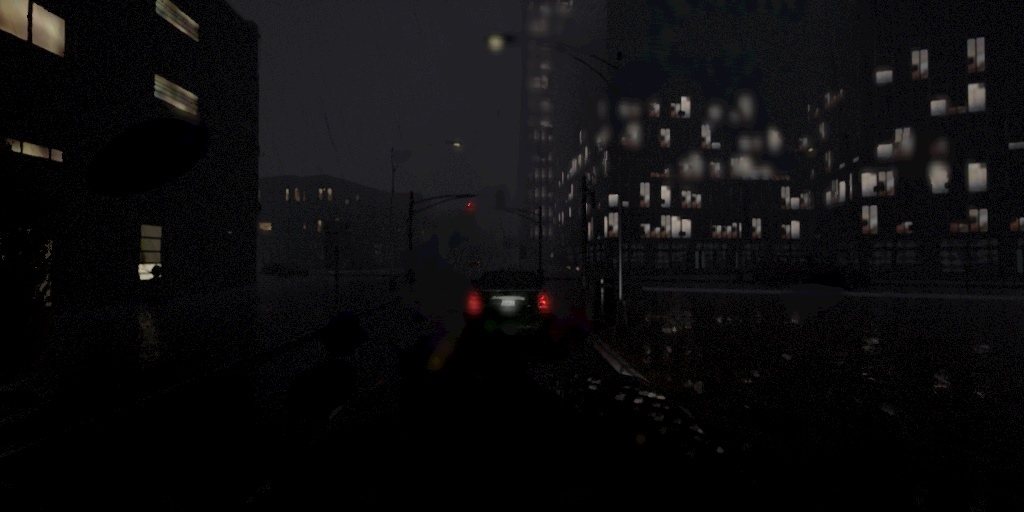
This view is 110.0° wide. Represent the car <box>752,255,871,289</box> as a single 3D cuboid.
[{"bbox_3d":[16.017,0.865,19.518,5.009,1.841,2.192,0,0,19],"label":"car"}]

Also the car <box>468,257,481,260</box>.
[{"bbox_3d":[-5.975,0.910,56.964,2.097,1.767,4.553,0,0,-5],"label":"car"}]

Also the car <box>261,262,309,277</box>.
[{"bbox_3d":[-20.174,1.208,31.822,4.313,1.339,1.948,0,0,19],"label":"car"}]

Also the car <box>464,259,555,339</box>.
[{"bbox_3d":[-0.091,1.073,10.124,2.097,1.767,4.553,0,0,-1],"label":"car"}]
